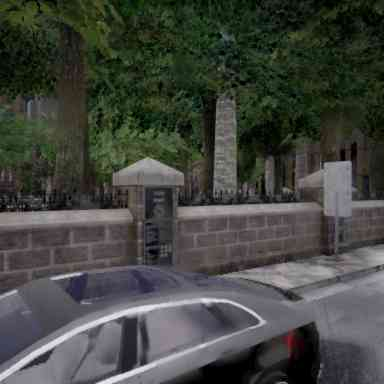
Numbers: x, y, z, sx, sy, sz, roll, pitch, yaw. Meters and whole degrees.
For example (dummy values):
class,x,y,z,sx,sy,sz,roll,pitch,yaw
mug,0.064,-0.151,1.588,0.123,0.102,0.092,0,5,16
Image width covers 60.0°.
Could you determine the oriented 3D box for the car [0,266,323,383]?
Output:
class,x,y,z,sx,sy,sz,roll,pitch,yaw
car,-0.966,1.491,2.686,4.902,1.511,2.128,0,0,-35
